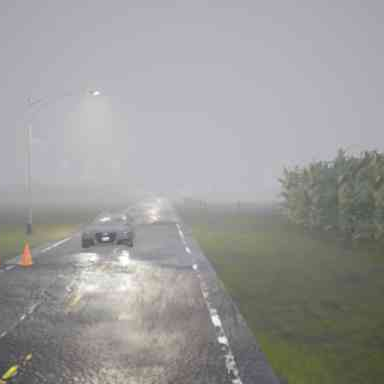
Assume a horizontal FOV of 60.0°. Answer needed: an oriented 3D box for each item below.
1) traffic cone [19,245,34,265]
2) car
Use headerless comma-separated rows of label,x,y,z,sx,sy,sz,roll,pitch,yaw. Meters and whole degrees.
traffic cone,-5.196,1.956,10.469,0.340,0.580,0.340,0,0,-5
car,-3.428,1.553,14.426,1.994,1.385,4.181,0,0,-6
